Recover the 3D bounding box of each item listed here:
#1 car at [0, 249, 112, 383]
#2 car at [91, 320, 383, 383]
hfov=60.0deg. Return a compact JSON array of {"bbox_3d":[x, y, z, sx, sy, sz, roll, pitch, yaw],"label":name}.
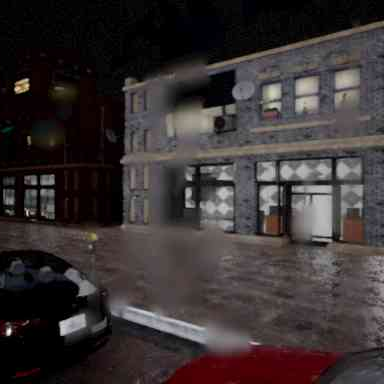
[{"bbox_3d":[-3.064,1.566,5.055,4.313,1.339,1.947,0,0,36],"label":"car"},{"bbox_3d":[1.573,1.582,1.747,4.206,1.307,1.802,0,0,36],"label":"car"}]
